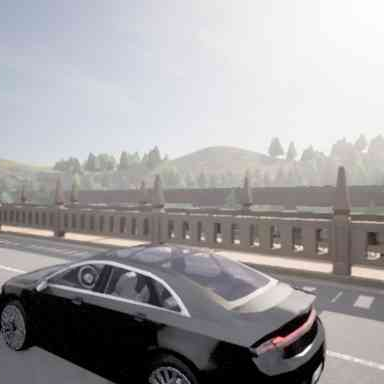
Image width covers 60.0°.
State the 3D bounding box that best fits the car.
[{"bbox_3d":[-0.790,1.501,4.555,4.902,1.511,2.128,0,0,35],"label":"car"}]
